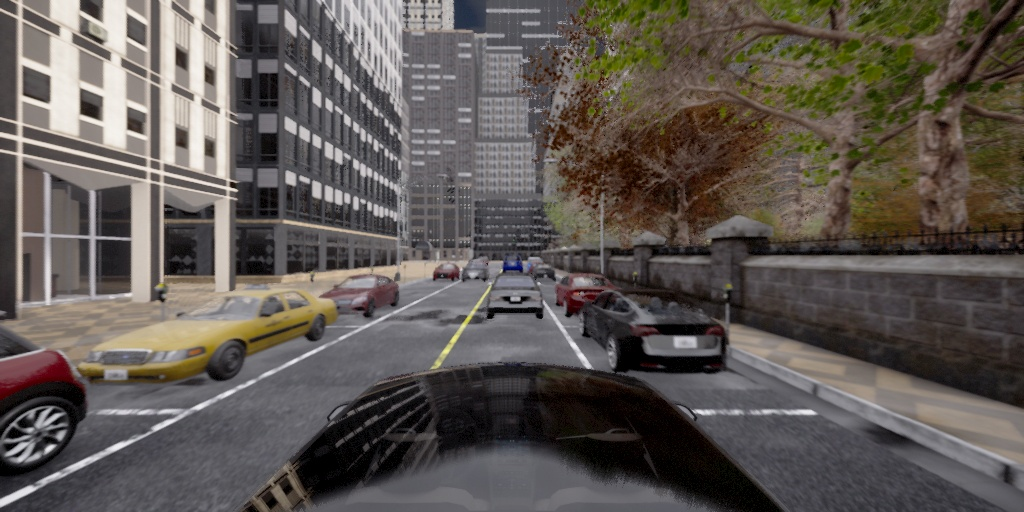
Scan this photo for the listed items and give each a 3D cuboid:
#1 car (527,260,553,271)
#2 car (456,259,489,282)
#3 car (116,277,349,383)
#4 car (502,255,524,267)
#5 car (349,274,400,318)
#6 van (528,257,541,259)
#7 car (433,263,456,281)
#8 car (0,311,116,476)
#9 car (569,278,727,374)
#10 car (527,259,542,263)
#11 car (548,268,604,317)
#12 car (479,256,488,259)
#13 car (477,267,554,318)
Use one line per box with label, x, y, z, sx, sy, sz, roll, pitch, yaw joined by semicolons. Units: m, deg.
car;2.557;1.283;29.570;2.007;1.370;4.403;0;0;0
car;-2.788;1.225;28.162;2.128;1.511;4.902;0;0;0
car;-5.317;1.272;7.221;1.751;1.417;4.829;0;0;0
car;0.089;0.946;39.097;2.150;2.045;5.566;0;0;0
car;-5.318;1.325;12.936;1.802;1.307;4.207;0;0;0
van;2.553;1.065;40.662;1.690;1.789;3.998;0;0;0
car;-5.323;1.277;29.571;1.888;1.381;4.507;0;0;0
car;-5.315;1.189;1.846;1.967;1.591;4.097;0;0;0
car;2.564;1.313;7.389;1.948;1.339;4.313;0;0;0
car;2.555;1.273;35.116;1.888;1.381;4.507;0;0;0
car;2.562;1.289;12.934;1.888;1.381;4.507;0;0;0
car;-5.332;1.146;57.296;1.967;1.591;4.097;0;0;0
car;0.097;1.292;12.914;2.033;1.411;5.357;0;0;0
